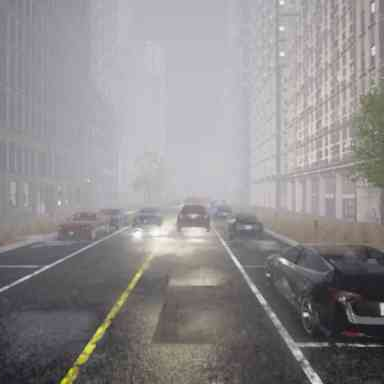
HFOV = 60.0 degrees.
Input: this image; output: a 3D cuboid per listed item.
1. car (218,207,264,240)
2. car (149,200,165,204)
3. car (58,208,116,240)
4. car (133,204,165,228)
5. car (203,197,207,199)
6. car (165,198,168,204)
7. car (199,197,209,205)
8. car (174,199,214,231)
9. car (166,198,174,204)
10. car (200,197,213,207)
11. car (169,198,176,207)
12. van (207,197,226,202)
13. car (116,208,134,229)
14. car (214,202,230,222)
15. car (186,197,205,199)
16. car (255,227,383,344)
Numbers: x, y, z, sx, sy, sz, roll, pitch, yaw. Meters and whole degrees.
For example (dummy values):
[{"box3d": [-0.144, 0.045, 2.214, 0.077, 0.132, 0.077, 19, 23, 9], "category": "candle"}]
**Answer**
[{"box3d": [2.688, 1.732, 17.916, 1.947, 1.339, 4.313, 0, -1, 0], "category": "car"}, {"box3d": [-5.699, 1.983, 51.907, 1.752, 1.417, 4.829, 0, 0, 0], "category": "car"}, {"box3d": [-5.692, 1.710, 17.922, 1.887, 1.381, 4.507, 0, -1, 0], "category": "car"}, {"box3d": [-3.105, 1.785, 24.156, 1.994, 1.385, 4.181, 0, -1, 0], "category": "car"}, {"box3d": [2.684, 1.805, 40.685, 1.967, 1.590, 4.097, 0, 0, 0], "category": "car"}, {"box3d": [-5.701, 2.056, 57.770, 2.008, 1.369, 4.403, 0, 0, 0], "category": "car"}, {"box3d": [2.678, 1.957, 74.838, 2.192, 1.841, 5.009, 0, 0, 0], "category": "car"}, {"box3d": [0.095, 1.556, 22.229, 2.097, 1.767, 4.553, 0, -1, 0], "category": "car"}, {"box3d": [-5.707, 2.296, 86.231, 1.947, 1.339, 4.313, 0, 0, 0], "category": "car"}, {"box3d": [2.680, 1.867, 63.454, 2.192, 1.841, 5.009, 0, 0, 0], "category": "car"}, {"box3d": [-3.027, 2.078, 65.464, 1.837, 1.490, 4.892, 0, 0, 0], "category": "car"}, {"box3d": [2.685, 1.658, 34.995, 1.690, 1.788, 3.998, 0, 0, 0], "category": "van"}, {"box3d": [-5.694, 1.783, 23.614, 1.947, 1.339, 4.313, 0, -1, 0], "category": "car"}, {"box3d": [2.686, 1.833, 29.299, 1.947, 1.339, 4.313, 0, 0, 0], "category": "car"}, {"box3d": [0.091, 1.587, 40.848, 2.150, 2.045, 5.566, 0, -1, 0], "category": "car"}, {"box3d": [2.690, 1.628, 6.532, 1.947, 1.339, 4.313, 0, -1, 0], "category": "car"}]
